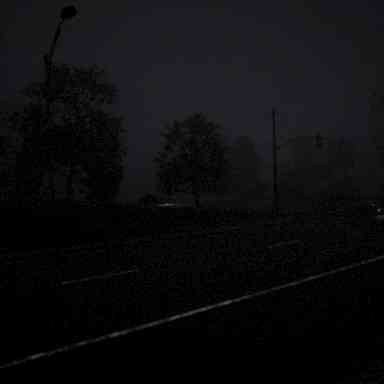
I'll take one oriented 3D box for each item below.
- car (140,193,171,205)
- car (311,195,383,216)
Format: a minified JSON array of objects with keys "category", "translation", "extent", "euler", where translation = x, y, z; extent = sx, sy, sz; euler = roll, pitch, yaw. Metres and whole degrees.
[{"category":"car","translation":[-4.929,0.878,43.803],"extent":[2.033,1.411,5.357],"euler":[-3,2,-39]},{"category":"car","translation":[10.982,0.877,23.511],"extent":[1.895,1.301,4.718],"euler":[-3,2,-34]}]
